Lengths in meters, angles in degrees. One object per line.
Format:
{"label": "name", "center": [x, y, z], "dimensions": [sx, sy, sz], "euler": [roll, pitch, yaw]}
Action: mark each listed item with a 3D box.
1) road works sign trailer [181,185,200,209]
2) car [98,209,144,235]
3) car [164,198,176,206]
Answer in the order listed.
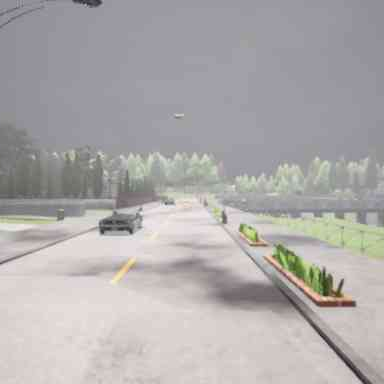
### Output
{"label": "road works sign trailer", "center": [-0.016, 0.692, 49.401], "dimensions": [2.380, 3.560, 2.880], "euler": [0, 0, 0]}
{"label": "car", "center": [-4.106, 1.692, 19.808], "dimensions": [1.895, 1.301, 4.718], "euler": [0, 0, 0]}
{"label": "car", "center": [-4.040, 1.831, 61.581], "dimensions": [2.033, 1.411, 5.357], "euler": [0, 0, 1]}
